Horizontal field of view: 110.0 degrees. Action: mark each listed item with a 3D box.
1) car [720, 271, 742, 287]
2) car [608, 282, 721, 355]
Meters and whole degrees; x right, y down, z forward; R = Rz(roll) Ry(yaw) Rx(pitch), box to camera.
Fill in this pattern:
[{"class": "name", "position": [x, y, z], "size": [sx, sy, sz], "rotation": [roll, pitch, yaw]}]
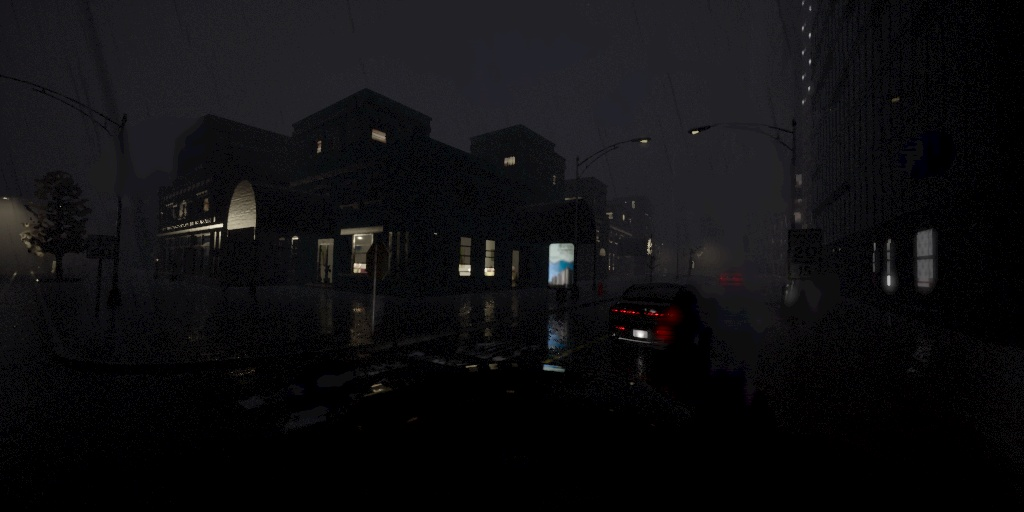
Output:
[{"class": "car", "position": [23.097, 2.420, 37.822], "size": [2.033, 1.411, 5.357], "rotation": [0, -1, 32]}, {"class": "car", "position": [4.069, 1.431, 9.392], "size": [1.837, 1.490, 4.892], "rotation": [0, -2, 36]}]
